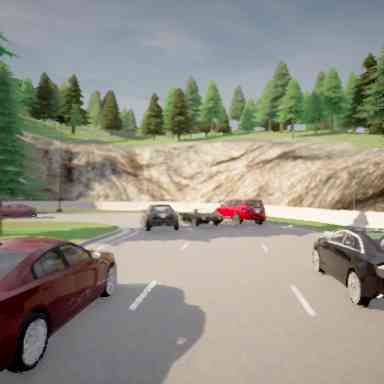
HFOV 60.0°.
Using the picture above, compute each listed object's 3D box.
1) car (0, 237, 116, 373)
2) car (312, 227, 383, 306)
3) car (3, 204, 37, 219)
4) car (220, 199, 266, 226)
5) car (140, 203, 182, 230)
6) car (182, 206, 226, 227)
[{"bbox_3d":[-2.828,1.522,5.793,1.882,1.535,5.008,0,-1,5],"label":"car"},{"bbox_3d":[4.404,1.622,8.211,2.128,1.511,4.902,0,-1,6],"label":"car"},{"bbox_3d":[-16.894,1.783,31.348,4.181,1.385,1.994,1,-1,-22],"label":"car"},{"bbox_3d":[3.747,1.561,27.181,2.150,2.045,5.566,2,-1,-25],"label":"car"},{"bbox_3d":[-2.345,1.597,23.170,2.097,1.767,4.553,0,-1,-14],"label":"car"},{"bbox_3d":[0.472,1.897,25.676,1.895,1.301,4.718,1,-1,-24],"label":"car"}]
